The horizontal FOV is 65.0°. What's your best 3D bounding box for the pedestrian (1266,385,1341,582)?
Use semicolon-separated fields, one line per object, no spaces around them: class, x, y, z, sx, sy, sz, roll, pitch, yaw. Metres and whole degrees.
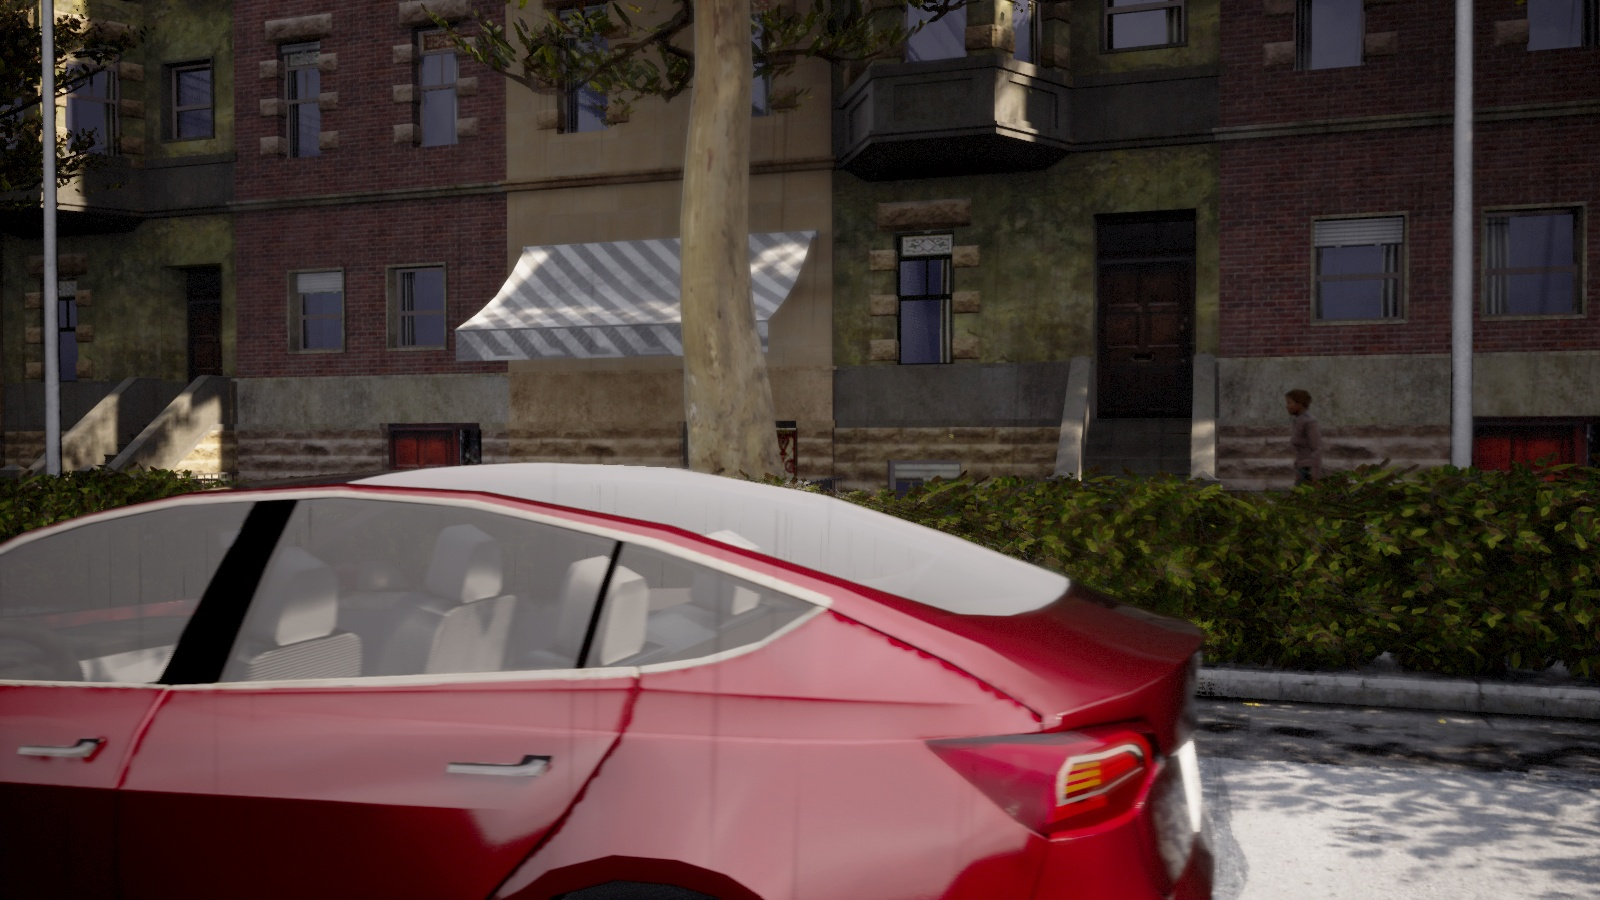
pedestrian;4.804;0.309;12.008;0.634;1.846;0.331;1;1;19

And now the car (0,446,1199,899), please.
car;-1.379;0.763;3.634;4.792;1.488;2.163;1;1;18
